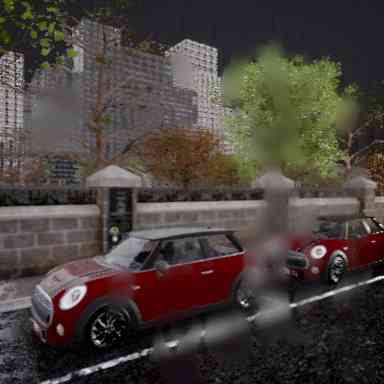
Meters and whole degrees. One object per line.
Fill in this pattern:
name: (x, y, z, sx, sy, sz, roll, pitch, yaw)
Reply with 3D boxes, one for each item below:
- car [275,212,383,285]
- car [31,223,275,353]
car: (3.905, 1.401, 9.341, 4.097, 1.590, 1.967, 0, 0, -35)
car: (-0.679, 1.427, 6.073, 4.097, 1.590, 1.967, 0, 0, -35)
